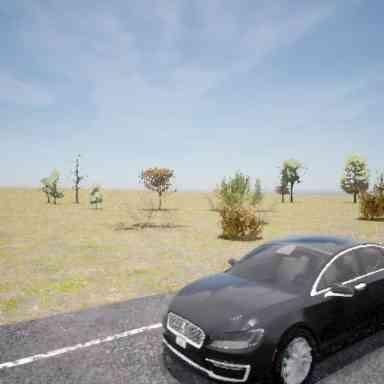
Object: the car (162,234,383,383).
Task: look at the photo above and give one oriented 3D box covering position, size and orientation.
[{"bbox_3d":[1.851,1.505,5.300,4.892,1.490,1.837,0,0,-35],"label":"car"}]
